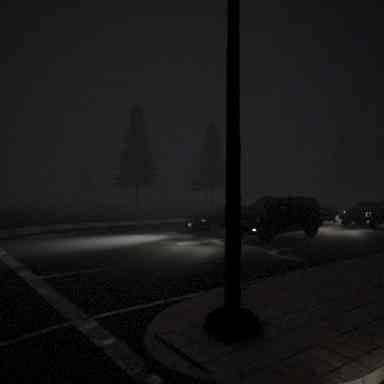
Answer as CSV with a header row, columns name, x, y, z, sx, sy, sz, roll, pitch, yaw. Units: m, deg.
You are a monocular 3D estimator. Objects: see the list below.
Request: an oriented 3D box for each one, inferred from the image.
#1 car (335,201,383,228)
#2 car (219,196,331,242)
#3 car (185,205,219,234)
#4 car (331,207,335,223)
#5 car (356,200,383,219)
name,x,y,z,sx,sy,sz,roll,pitch,yaw
car,12.038,1.395,22.410,4.553,1.767,2.097,0,0,-35
car,4.329,1.246,16.913,5.566,2.045,2.150,0,0,-34
car,1.877,1.514,19.455,4.902,1.511,2.128,0,0,-35
car,9.134,1.605,24.643,4.181,1.385,1.994,0,0,-36
car,17.427,1.552,30.545,4.902,1.511,2.128,0,0,-35
